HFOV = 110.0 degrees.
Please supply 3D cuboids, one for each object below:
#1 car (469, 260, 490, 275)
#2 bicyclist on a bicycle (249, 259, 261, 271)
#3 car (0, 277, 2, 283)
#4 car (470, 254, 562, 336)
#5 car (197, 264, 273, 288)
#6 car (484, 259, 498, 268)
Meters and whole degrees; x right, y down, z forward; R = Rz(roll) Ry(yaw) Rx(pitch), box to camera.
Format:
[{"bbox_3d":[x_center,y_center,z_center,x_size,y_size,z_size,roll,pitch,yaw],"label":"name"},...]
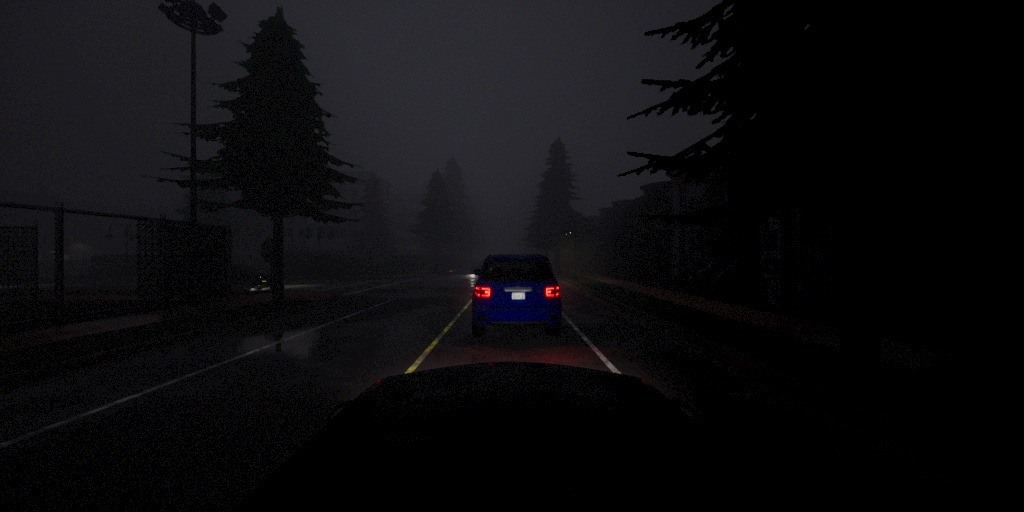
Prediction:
[{"bbox_3d":[-3.597,1.248,40.551,1.837,1.490,4.892,0,0,0],"label":"car"},{"bbox_3d":[-23.273,1.067,32.511,0.582,1.620,1.656,0,0,0],"label":"bicyclist on a bicycle"},{"bbox_3d":[-37.068,1.118,23.696,4.553,1.767,2.097,0,0,0],"label":"car"},{"bbox_3d":[0.047,0.970,10.530,2.150,2.045,5.566,0,0,-2],"label":"car"},{"bbox_3d":[-17.977,1.271,23.504,4.892,1.490,1.837,0,0,0],"label":"car"},{"bbox_3d":[-3.570,1.233,61.112,2.128,1.511,4.902,0,0,0],"label":"car"}]
